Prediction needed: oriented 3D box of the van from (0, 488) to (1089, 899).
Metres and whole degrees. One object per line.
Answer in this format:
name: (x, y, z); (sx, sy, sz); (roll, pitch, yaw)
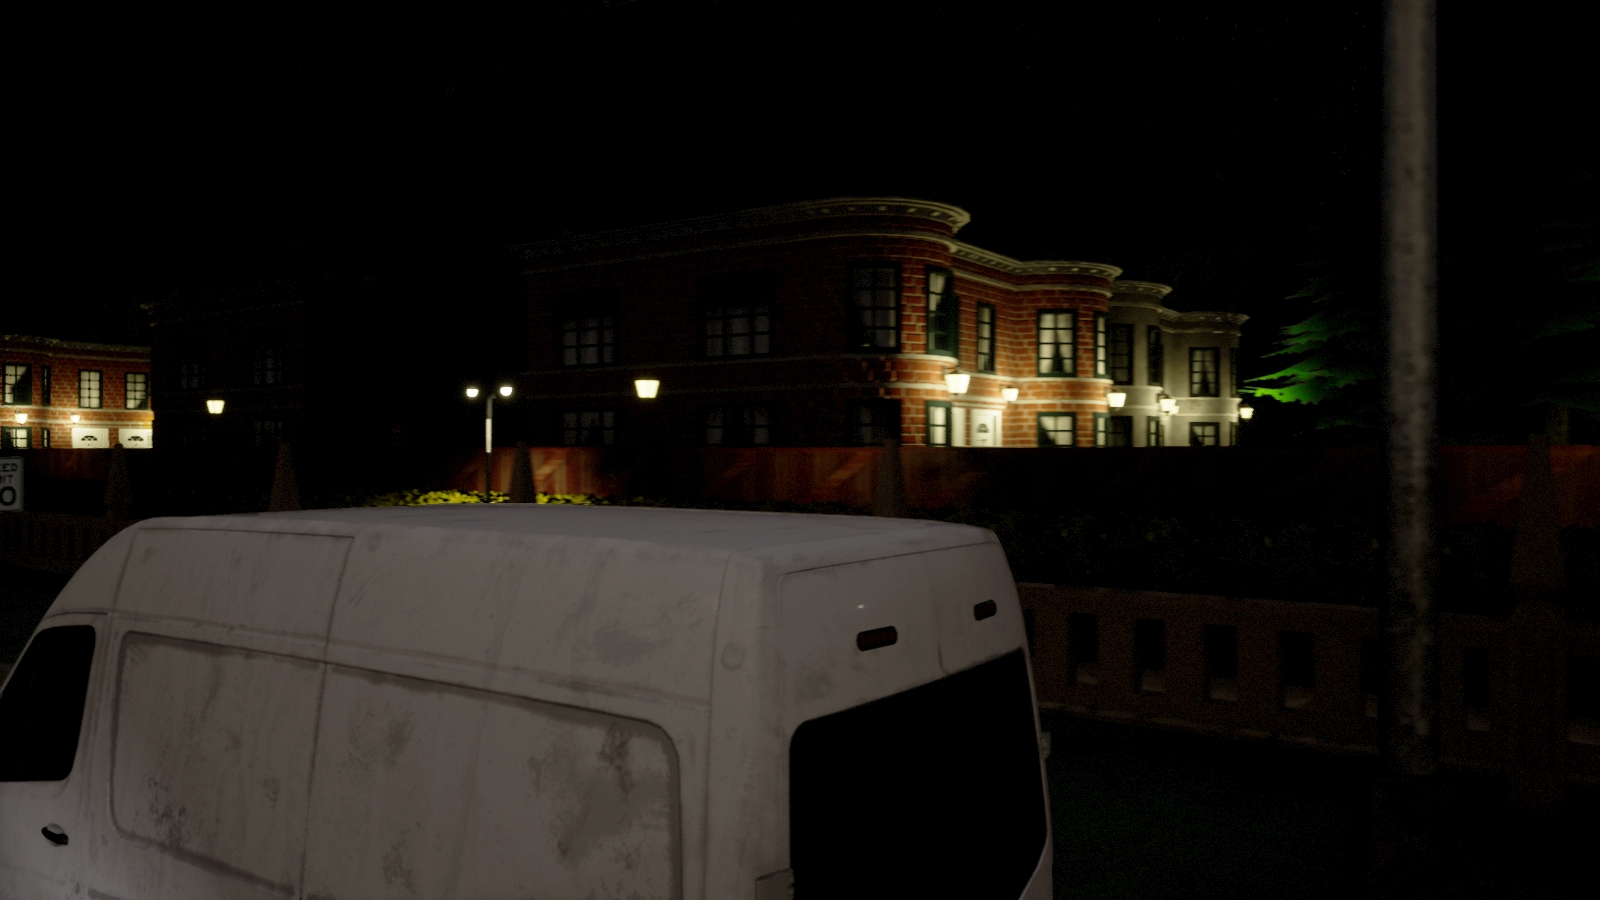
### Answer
van: (-1.922, 1.534, 5.123); (5.915, 2.561, 1.988); (0, 0, 35)
